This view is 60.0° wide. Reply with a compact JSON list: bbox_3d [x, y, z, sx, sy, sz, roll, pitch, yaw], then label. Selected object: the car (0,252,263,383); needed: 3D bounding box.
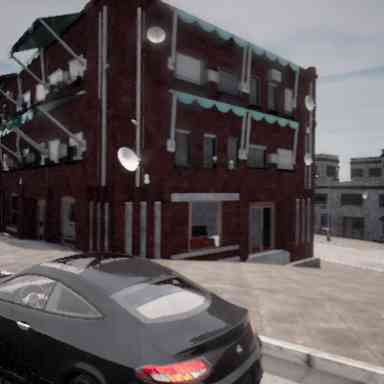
[{"bbox_3d":[-1.434,1.521,4.243,4.674,1.452,2.002,0,0,35],"label":"car"}]
